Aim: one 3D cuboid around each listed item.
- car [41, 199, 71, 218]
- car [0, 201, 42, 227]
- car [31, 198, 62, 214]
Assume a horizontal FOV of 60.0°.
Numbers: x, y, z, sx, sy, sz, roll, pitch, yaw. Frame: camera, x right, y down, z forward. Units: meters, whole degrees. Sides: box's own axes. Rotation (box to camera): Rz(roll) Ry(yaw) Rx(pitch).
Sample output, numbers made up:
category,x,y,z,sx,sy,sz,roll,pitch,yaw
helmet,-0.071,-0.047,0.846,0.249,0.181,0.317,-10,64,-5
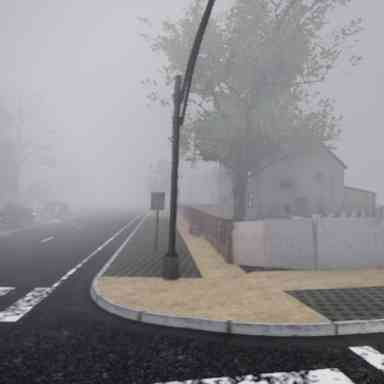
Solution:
category,x,y,z,sx,sy,sz,roll,pitch,yaw
car,-14.202,1.697,34.585,2.097,1.767,4.553,2,-1,-5
car,-13.340,1.700,24.720,2.128,1.511,4.902,2,-1,-5
car,-18.053,1.674,41.564,2.097,1.767,4.553,2,-1,-5
